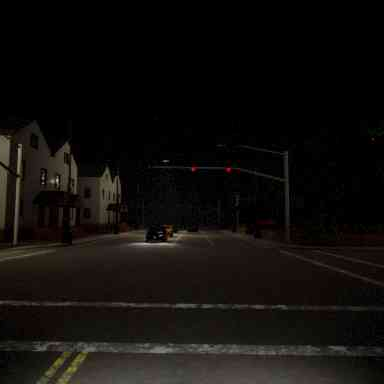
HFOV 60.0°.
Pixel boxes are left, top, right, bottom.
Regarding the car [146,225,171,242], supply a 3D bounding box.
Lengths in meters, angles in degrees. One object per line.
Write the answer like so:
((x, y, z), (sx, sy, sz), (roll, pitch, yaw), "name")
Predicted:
((-3.502, 4.247, 33.647), (1.837, 1.490, 4.892), (0, -5, 0), "car")

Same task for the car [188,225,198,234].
((0.163, 6.476, 57.862), (2.033, 1.411, 5.357), (0, -5, 0), "car")

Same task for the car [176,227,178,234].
((-3.432, 6.229, 55.090), (1.994, 1.385, 4.181), (0, -5, 0), "car")

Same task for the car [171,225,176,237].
((-3.474, 5.120, 43.684), (1.882, 1.535, 5.008), (0, -5, 0), "car")
